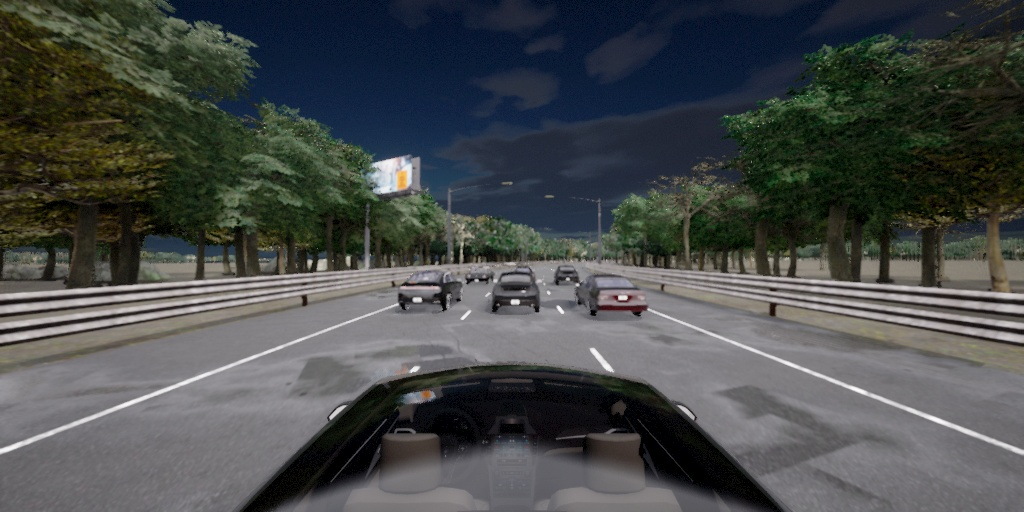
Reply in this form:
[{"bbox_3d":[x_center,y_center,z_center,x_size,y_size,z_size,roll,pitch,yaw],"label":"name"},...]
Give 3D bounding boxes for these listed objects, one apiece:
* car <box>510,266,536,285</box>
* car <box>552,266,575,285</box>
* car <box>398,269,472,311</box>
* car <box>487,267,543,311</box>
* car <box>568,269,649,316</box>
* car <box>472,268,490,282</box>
[{"bbox_3d":[0.968,1.598,30.035,1.994,1.385,4.181,0,-1,5],"label":"car"},{"bbox_3d":[4.452,1.537,29.722,1.837,1.490,4.892,0,0,5],"label":"car"},{"bbox_3d":[-3.284,1.377,15.245,2.128,1.511,4.902,0,0,2],"label":"car"},{"bbox_3d":[0.215,1.390,15.150,1.837,1.490,4.892,0,0,2],"label":"car"},{"bbox_3d":[3.666,1.420,14.080,2.033,1.411,5.357,0,-1,2],"label":"car"},{"bbox_3d":[-2.557,1.633,29.918,1.895,1.301,4.718,0,-1,5],"label":"car"}]
